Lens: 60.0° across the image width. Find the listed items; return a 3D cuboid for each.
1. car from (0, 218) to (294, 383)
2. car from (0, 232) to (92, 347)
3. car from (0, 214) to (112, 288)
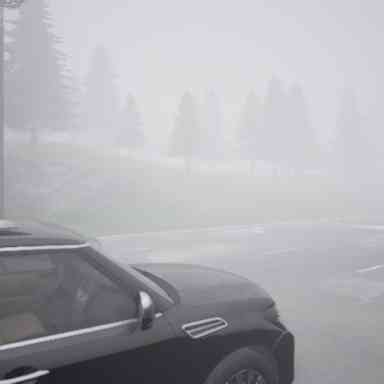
[{"bbox_3d":[-1.622,1.219,2.587,5.566,2.045,2.150,0,0,-35],"label":"car"},{"bbox_3d":[-3.970,1.564,5.214,4.181,1.385,1.994,0,0,-35],"label":"car"},{"bbox_3d":[-4.876,1.492,8.865,4.902,1.511,2.128,0,0,-35],"label":"car"}]
